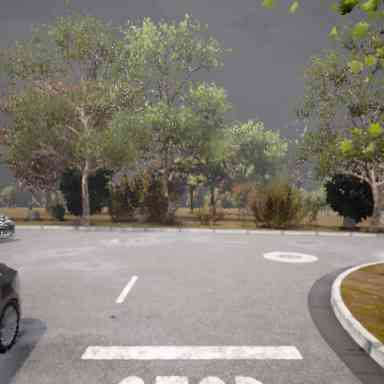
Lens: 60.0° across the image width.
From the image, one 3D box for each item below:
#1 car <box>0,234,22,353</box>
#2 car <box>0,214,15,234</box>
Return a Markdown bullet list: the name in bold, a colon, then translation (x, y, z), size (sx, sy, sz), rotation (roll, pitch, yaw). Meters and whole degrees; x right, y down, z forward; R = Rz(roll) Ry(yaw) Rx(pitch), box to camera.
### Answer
- **car**: translation (-3.332, 1.508, 3.253), size (1.837, 1.490, 4.892), rotation (0, 0, -7)
- **car**: translation (-9.753, 1.121, 13.565), size (4.553, 1.767, 2.097), rotation (1, -1, 0)
